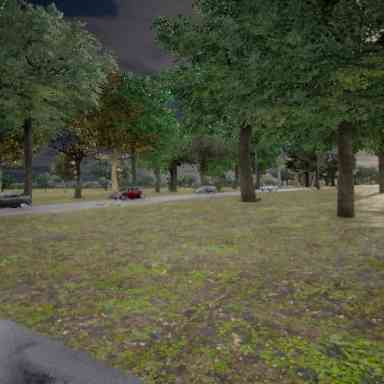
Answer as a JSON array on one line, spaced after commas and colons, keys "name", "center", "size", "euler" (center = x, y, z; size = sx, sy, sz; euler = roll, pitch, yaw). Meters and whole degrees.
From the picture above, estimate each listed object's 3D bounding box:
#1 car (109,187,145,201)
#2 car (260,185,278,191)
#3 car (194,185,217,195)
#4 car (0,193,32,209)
[{"name": "car", "center": [-8.117, 0.175, 41.439], "size": [2.097, 1.767, 4.553], "euler": [-1, 2, 38]}, {"name": "car", "center": [15.445, -0.836, 66.019], "size": [1.895, 1.301, 4.718], "euler": [-1, 1, 37]}, {"name": "car", "center": [2.189, -0.319, 54.783], "size": [2.128, 1.511, 4.902], "euler": [-1, 2, 38]}, {"name": "car", "center": [-16.884, 0.906, 29.669], "size": [1.837, 1.490, 4.892], "euler": [-1, 2, 34]}]
